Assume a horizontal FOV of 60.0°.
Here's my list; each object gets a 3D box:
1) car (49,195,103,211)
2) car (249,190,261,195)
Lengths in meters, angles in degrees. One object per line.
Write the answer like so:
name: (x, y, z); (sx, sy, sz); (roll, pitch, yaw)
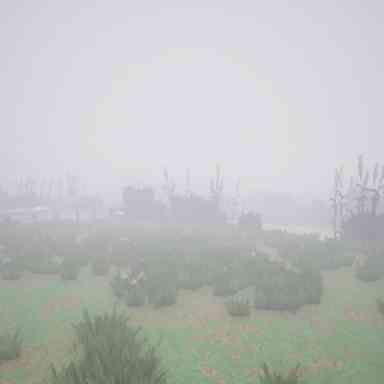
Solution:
car: (-10.458, 1.107, 30.343); (1.837, 1.490, 4.892); (0, 3, 41)
car: (10.224, 0.765, 47.494); (2.150, 2.045, 5.566); (0, -2, 44)
